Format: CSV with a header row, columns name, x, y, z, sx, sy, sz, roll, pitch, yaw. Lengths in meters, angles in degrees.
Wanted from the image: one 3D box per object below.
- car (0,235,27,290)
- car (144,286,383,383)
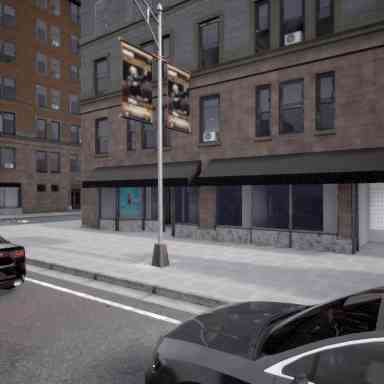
name,x,y,z,sx,sy,sz,roll,pitch,yaw
car,-5.927,1.479,7.890,5.008,1.535,1.882,0,0,35
car,1.807,1.505,2.399,4.892,1.490,1.837,0,0,35
